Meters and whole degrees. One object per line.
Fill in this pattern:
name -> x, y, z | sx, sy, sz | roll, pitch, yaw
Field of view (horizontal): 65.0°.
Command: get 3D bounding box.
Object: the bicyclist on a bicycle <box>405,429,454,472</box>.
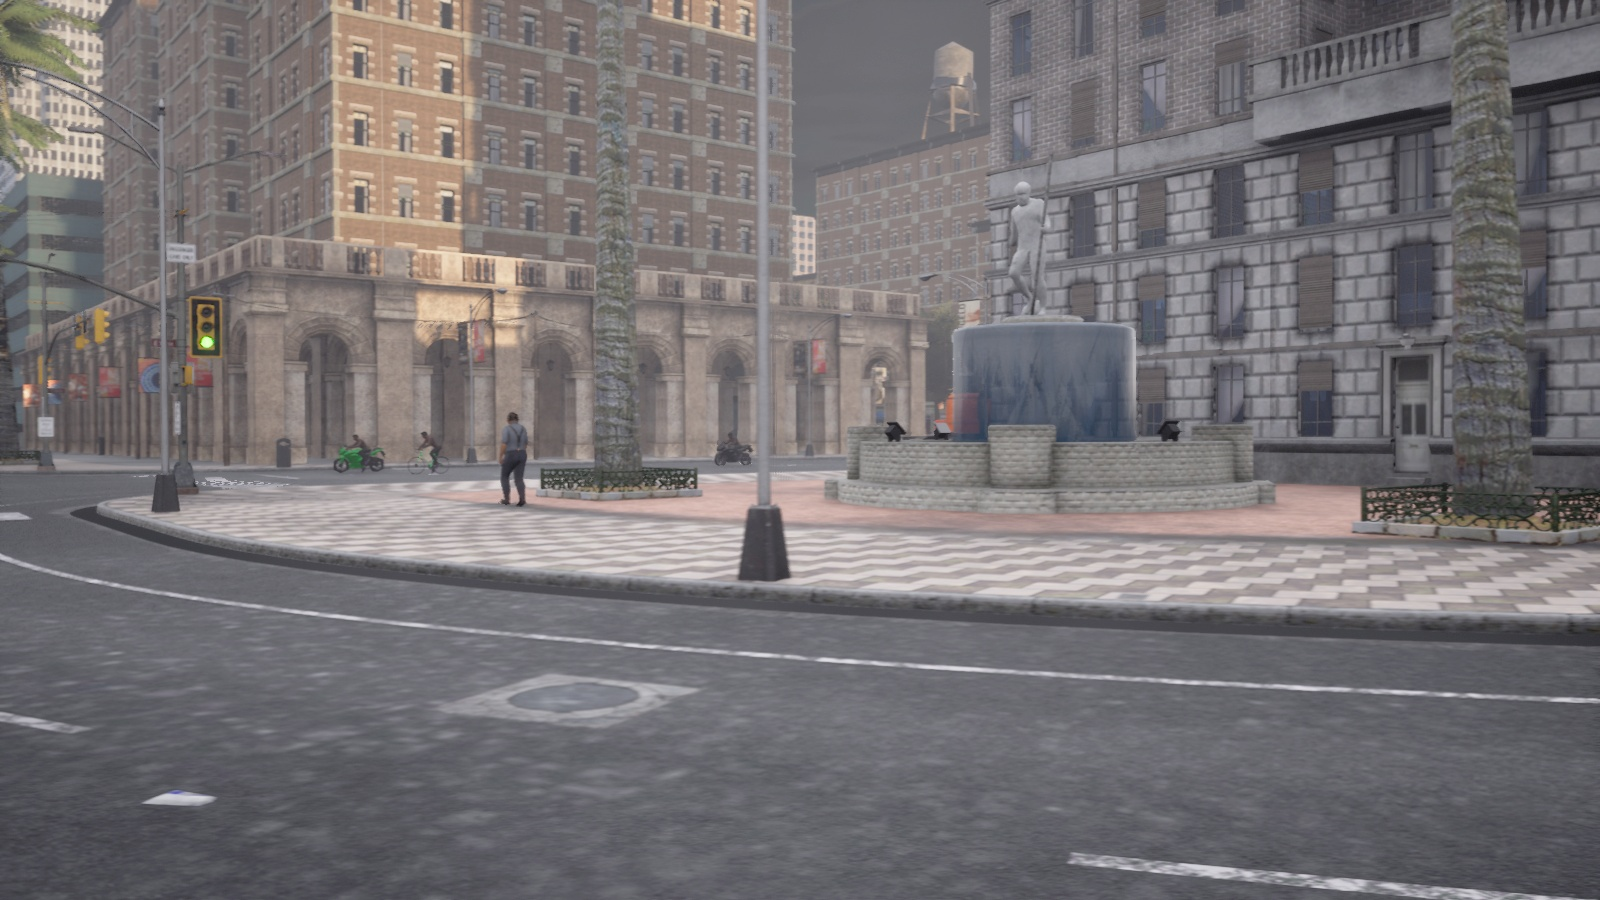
bicyclist on a bicycle -> -14.018, 0.010, 47.521 | 1.656, 1.620, 0.582 | -1, 1, -38

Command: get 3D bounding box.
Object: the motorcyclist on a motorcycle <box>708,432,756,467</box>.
motorcyclist on a motorcycle -> -3.024, -0.044, 56.085 | 2.044, 1.523, 0.797 | 0, 1, -38

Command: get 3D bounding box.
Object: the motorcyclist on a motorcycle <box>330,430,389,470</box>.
motorcyclist on a motorcycle -> -17.278, -0.001, 49.322 | 2.044, 1.523, 0.797 | 0, 1, -38

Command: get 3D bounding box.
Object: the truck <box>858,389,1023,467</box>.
truck -> 6.703, -1.015, 59.201 | 7.936, 3.462, 2.891 | 0, 1, -38

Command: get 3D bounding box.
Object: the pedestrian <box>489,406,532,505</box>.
pedestrian -> -5.510, 0.103, 23.870 | 0.540, 1.848, 0.694 | 0, 1, -39
